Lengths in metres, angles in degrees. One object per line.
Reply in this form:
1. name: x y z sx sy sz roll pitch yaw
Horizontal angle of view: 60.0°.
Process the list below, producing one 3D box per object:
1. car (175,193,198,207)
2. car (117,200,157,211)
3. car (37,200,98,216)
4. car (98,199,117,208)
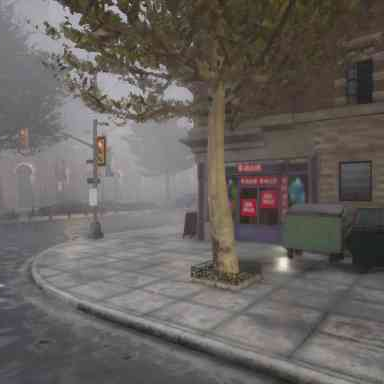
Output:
1. car: -0.237 1.221 49.876 2.150 2.045 5.566 0 0 36
2. car: -6.576 1.601 41.206 1.895 1.301 4.718 0 0 36
3. car: -12.472 1.547 33.122 2.033 1.411 5.357 0 0 36
4. car: -11.975 1.595 45.089 1.895 1.301 4.718 0 0 36
